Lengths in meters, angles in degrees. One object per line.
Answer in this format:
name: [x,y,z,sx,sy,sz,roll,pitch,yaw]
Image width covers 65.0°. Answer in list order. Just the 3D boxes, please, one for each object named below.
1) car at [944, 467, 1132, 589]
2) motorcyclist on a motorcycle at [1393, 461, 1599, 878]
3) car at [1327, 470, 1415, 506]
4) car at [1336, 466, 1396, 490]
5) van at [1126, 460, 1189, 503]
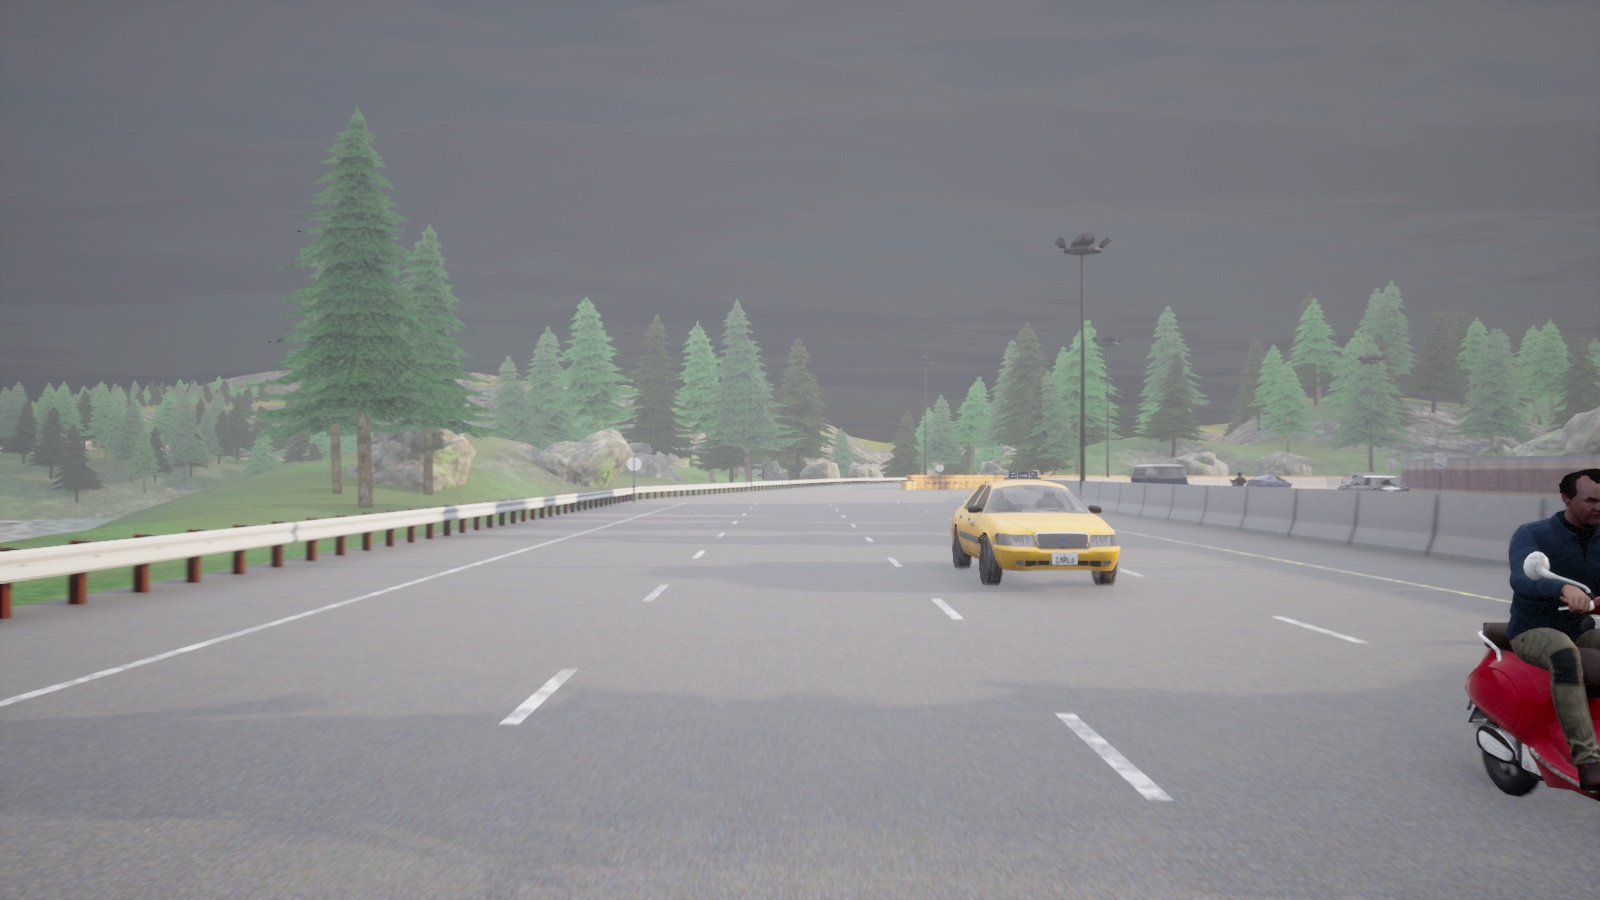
car: [3.408,1.060,19.064,1.801,1.575,5.366,0,-1,0]
motorcyclist on a motorcycle: [3.479,0.847,5.515,0.866,1.590,1.817,0,-1,0]
car: [24.215,1.579,53.379,1.970,1.475,3.806,0,-1,0]
car: [40.324,1.990,89.405,4.611,1.667,2.242,1,-1,-43]
van: [17.195,1.516,60.564,1.775,1.987,4.442,0,-1,0]
